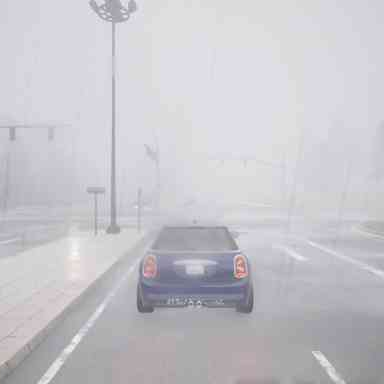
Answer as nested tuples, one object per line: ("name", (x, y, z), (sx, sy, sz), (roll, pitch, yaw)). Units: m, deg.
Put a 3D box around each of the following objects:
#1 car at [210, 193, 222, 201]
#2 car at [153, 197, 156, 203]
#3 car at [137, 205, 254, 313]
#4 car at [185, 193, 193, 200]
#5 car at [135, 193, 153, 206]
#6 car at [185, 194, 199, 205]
("car", (6.333, 1.214, 84.933), (2.150, 2.045, 5.566), (0, 0, -1))
("car", (-8.386, 1.547, 65.611), (2.033, 1.411, 5.357), (0, 0, 0))
("car", (0.069, 1.352, 7.821), (2.097, 1.767, 4.553), (0, 0, 0))
("car", (-0.839, 1.189, 95.500), (2.150, 2.045, 5.566), (0, 0, -1))
("car", (-8.285, 1.352, 55.997), (2.097, 1.767, 4.553), (0, 0, -1))
("car", (-0.176, 1.525, 54.640), (1.812, 1.442, 4.674), (0, 0, -1))
